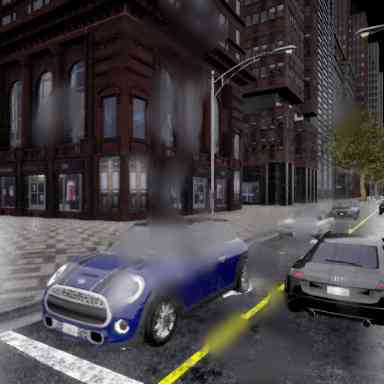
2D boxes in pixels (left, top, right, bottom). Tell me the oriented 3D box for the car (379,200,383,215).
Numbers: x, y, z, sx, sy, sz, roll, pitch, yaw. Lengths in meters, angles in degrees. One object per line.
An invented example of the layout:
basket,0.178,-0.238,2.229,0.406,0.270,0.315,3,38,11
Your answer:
car,19.991,1.535,33.516,1.837,1.490,4.892,0,0,32

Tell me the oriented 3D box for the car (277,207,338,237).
car,5.835,1.610,16.790,1.895,1.301,4.718,0,0,32

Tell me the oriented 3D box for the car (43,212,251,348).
car,-0.531,1.352,6.607,2.097,1.767,4.553,0,0,32

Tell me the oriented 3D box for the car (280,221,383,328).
car,3.416,1.569,7.058,1.994,1.385,4.181,0,0,32

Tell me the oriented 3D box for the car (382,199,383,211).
car,25.458,1.597,42.378,2.033,1.411,5.357,0,0,32

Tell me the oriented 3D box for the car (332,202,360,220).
car,13.024,1.584,28.286,1.994,1.385,4.181,0,0,32
